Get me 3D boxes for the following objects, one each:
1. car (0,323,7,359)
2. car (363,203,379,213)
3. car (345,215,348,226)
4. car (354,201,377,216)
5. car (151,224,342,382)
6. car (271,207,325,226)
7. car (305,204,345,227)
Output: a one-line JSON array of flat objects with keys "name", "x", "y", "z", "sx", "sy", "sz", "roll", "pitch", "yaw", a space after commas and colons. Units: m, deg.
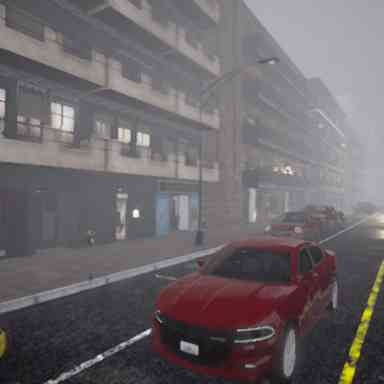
[{"name": "car", "x": -4.112, "y": 1.568, "z": 2.516, "sx": 1.752, "sy": 1.417, "sz": 4.829, "roll": 0, "pitch": -1, "yaw": 33}, {"name": "car", "x": 29.525, "y": 2.603, "z": 54.792, "sx": 1.887, "sy": 1.381, "sz": 4.507, "roll": 0, "pitch": -1, "yaw": 33}, {"name": "car", "x": 11.227, "y": 2.090, "z": 26.356, "sx": 1.802, "sy": 1.307, "sz": 4.206, "roll": 0, "pitch": -1, "yaw": 33}, {"name": "car", "x": 23.427, "y": 2.190, "z": 45.317, "sx": 2.192, "sy": 1.841, "sz": 5.009, "roll": 0, "pitch": -1, "yaw": 33}, {"name": "car", "x": 1.318, "y": 1.594, "z": 5.987, "sx": 1.882, "sy": 1.535, "sz": 5.008, "roll": -1, "pitch": -1, "yaw": 33}, {"name": "car", "x": 5.129, "y": 1.764, "z": 16.880, "sx": 1.967, "sy": 1.590, "sz": 4.097, "roll": 0, "pitch": -1, "yaw": 33}, {"name": "car", "x": 8.180, "y": 1.731, "z": 21.621, "sx": 2.192, "sy": 1.841, "sz": 5.009, "roll": 0, "pitch": -1, "yaw": 33}]
